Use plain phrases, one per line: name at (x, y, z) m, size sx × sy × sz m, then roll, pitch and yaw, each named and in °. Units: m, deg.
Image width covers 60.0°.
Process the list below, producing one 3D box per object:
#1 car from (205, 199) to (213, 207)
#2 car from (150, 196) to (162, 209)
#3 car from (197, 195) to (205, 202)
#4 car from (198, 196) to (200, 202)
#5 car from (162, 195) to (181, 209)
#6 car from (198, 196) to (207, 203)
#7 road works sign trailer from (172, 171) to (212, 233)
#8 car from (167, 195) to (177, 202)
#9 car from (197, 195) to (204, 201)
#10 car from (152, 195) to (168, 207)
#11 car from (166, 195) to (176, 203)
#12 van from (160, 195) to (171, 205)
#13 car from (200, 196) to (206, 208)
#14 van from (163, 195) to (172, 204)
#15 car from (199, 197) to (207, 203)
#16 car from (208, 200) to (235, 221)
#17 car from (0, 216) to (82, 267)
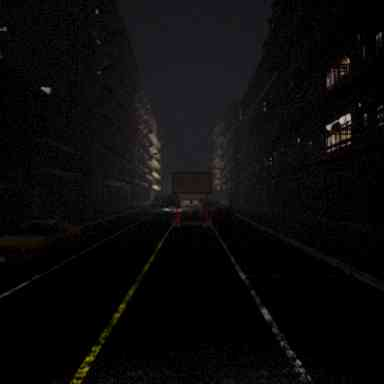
car at (2.579, 1.634, 33.970) m, size 1.752 × 1.417 × 4.829 m, roll 1°, pitch 0°, yaw 0°
car at (-5.305, 1.710, 50.282) m, size 1.752 × 1.417 × 4.829 m, roll 2°, pitch 0°, yaw 0°
car at (2.536, 1.767, 94.638) m, size 2.192 × 1.841 × 5.009 m, roll 1°, pitch 0°, yaw 0°
car at (2.573, 1.763, 55.922) m, size 2.008 × 1.369 × 4.403 m, roll 1°, pitch 0°, yaw 0°
car at (-2.842, 1.403, 49.821) m, size 2.150 × 2.045 × 5.566 m, roll 0°, pitch 0°, yaw 0°
car at (2.578, 1.817, 83.576) m, size 1.967 × 1.590 × 4.097 m, roll 1°, pitch 0°, yaw 0°
road works sign trailer at (-0.014, 0.520, 19.942) m, size 2.380 × 3.560 × 2.880 m, roll 0°, pitch 0°, yaw 0°
car at (-5.308, 1.729, 89.165) m, size 2.192 × 1.841 × 5.009 m, roll 1°, pitch 0°, yaw 0°
car at (2.570, 1.850, 72.514) m, size 1.887 × 1.381 × 4.507 m, roll 1°, pitch 0°, yaw 0°
car at (-5.300, 1.528, 55.984) m, size 2.192 × 1.841 × 5.009 m, roll 2°, pitch 0°, yaw 0°
car at (-5.307, 1.692, 83.635) m, size 2.192 × 1.841 × 5.009 m, roll 1°, pitch 0°, yaw 0°
van at (-5.304, 1.613, 67.043) m, size 1.690 × 1.788 × 3.998 m, roll 2°, pitch 0°, yaw 0°
car at (2.575, 1.730, 50.390) m, size 1.887 × 1.381 × 4.507 m, roll 1°, pitch 0°, yaw 0°
van at (-5.306, 1.647, 72.575) m, size 1.690 × 1.788 × 3.998 m, roll 1°, pitch 0°, yaw 0°
car at (2.569, 1.885, 78.043) m, size 1.887 × 1.381 × 4.507 m, roll 1°, pitch 0°, yaw 0°
car at (2.579, 1.631, 28.268) m, size 1.887 × 1.381 × 4.507 m, roll 1°, pitch 0°, yaw 0°
car at (-5.296, 1.555, 11.575) m, size 1.752 × 1.417 × 4.829 m, roll 2°, pitch 0°, yaw 0°
